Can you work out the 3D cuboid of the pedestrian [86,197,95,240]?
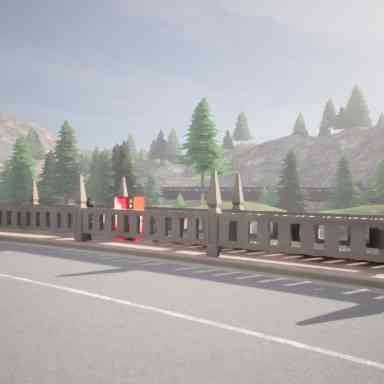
[{"bbox_3d":[-4.463,1.136,14.310,0.375,1.860,0.375,1,1,28],"label":"pedestrian"}]

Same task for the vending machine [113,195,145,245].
[{"bbox_3d":[-2.789,1.189,14.724,0.880,2.100,1.100,1,0,29],"label":"vending machine"}]
